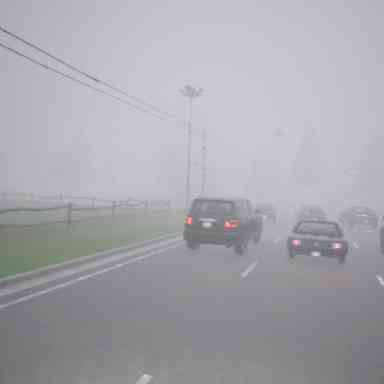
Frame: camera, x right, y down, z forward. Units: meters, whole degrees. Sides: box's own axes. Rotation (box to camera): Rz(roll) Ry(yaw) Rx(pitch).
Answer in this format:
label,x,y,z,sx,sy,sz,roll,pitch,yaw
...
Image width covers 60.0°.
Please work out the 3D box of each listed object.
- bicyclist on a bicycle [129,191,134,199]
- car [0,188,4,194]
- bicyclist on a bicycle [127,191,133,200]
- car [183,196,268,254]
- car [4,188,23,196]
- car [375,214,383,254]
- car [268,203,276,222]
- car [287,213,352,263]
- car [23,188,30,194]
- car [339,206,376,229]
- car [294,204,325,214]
label,x,y,z,sx,sy,sz,roll,pitch,yaw
bicyclist on a bicycle,-11.272,0.627,62.641,0.582,1.620,1.656,2,0,11
car,-37.611,-0.132,61.089,4.674,1.442,1.812,2,0,21
bicyclist on a bicycle,-11.695,0.609,63.013,0.582,1.620,1.656,2,0,8
car,1.489,1.221,13.857,2.150,2.045,5.566,2,0,21
car,-36.012,-0.069,64.222,5.357,1.411,2.033,2,0,21
car,8.015,1.477,11.339,2.150,2.045,5.566,2,0,21
car,5.945,1.615,28.105,1.837,1.490,4.892,3,1,7
car,4.805,1.729,12.768,1.895,1.301,4.718,2,0,21
car,-35.042,-0.062,67.601,4.674,1.442,1.812,2,0,21
car,12.660,1.863,25.495,2.128,1.511,4.902,2,0,12
car,9.376,1.749,26.712,1.837,1.490,4.892,3,1,11
